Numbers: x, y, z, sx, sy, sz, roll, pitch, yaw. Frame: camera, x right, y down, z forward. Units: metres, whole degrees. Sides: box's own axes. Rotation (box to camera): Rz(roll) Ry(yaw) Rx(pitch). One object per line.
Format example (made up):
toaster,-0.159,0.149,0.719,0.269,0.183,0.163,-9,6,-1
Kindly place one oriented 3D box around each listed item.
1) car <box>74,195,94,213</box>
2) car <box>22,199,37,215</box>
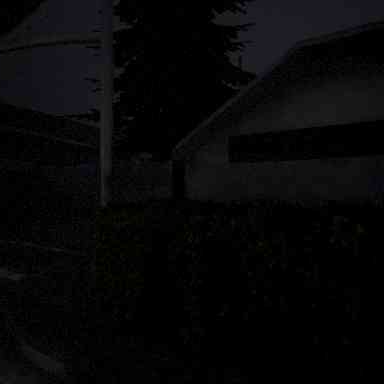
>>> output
car,-10.746,1.312,35.352,3.866,1.878,1.905,0,0,35
car,-17.550,1.480,33.215,4.611,1.667,2.242,0,0,35
